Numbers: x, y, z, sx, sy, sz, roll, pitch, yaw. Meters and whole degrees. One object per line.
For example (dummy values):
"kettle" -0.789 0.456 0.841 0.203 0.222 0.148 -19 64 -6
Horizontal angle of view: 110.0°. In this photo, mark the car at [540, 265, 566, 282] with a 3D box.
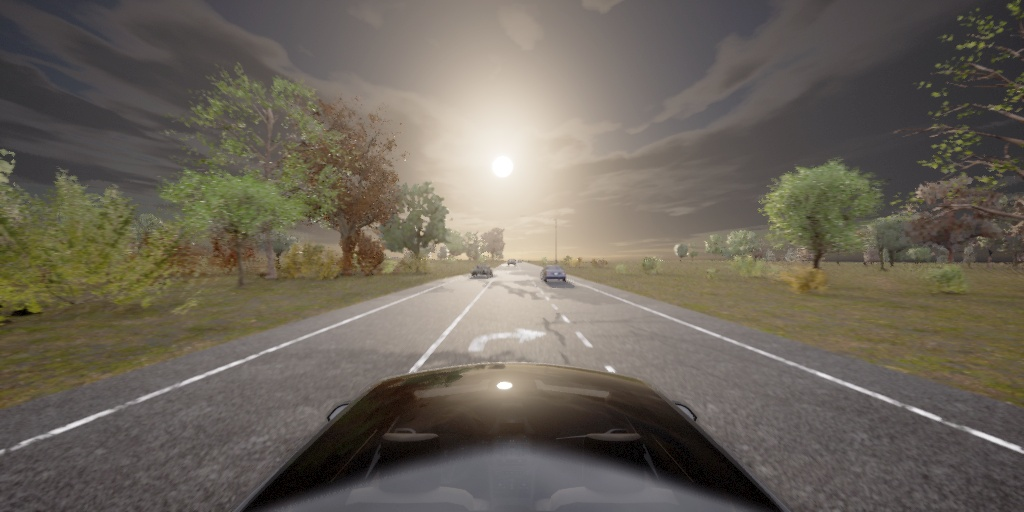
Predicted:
"car" 3.498 1.484 30.974 2.033 1.411 5.357 0 0 0

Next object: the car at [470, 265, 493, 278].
"car" -3.184 1.599 38.361 1.895 1.301 4.718 0 0 4
